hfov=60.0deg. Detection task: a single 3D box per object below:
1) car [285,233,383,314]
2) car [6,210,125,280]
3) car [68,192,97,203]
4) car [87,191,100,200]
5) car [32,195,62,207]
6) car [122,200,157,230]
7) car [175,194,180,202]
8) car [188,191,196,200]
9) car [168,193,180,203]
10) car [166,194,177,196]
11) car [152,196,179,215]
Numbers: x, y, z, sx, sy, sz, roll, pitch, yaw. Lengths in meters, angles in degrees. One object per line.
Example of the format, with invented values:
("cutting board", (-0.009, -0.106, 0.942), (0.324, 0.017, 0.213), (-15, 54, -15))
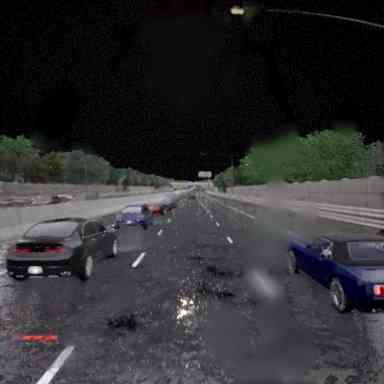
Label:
("car", (3.600, 1.593, 7.550), (1.895, 1.301, 4.718), (0, 0, 0))
("car", (-3.500, 1.493, 9.845), (1.837, 1.490, 4.892), (0, 0, 0))
("car", (-14.064, 1.236, 42.246), (2.097, 1.767, 4.553), (0, 0, 0))
("car", (-20.990, 0.803, 69.521), (2.150, 2.045, 5.566), (0, 0, 0))
("car", (-17.554, 1.242, 40.408), (2.097, 1.767, 4.553), (0, 0, 0))
("car", (-3.498, 1.488, 20.846), (1.812, 1.442, 4.674), (0, 0, 0))
("car", (-3.493, 1.185, 53.817), (2.097, 1.767, 4.553), (0, 0, 0))
("car", (0.012, 1.179, 82.077), (1.837, 1.490, 4.892), (0, 0, 0))
("car", (-3.491, 1.131, 64.817), (2.097, 1.767, 4.553), (0, 0, 0))
("car", (-3.494, 1.383, 42.877), (2.163, 1.488, 4.792), (0, 0, 0))
("car", (-3.142, 1.424, 32.602), (2.163, 1.488, 4.792), (0, 0, 12))
